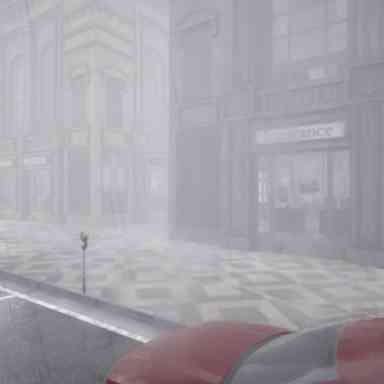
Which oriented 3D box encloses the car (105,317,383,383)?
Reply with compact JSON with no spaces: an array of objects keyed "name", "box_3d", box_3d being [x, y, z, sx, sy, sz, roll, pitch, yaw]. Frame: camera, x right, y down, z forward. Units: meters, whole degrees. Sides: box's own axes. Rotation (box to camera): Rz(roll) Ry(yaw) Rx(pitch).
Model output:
[{"name":"car","box_3d":[1.336,1.545,2.014,4.507,1.381,1.887,0,0,35]}]
